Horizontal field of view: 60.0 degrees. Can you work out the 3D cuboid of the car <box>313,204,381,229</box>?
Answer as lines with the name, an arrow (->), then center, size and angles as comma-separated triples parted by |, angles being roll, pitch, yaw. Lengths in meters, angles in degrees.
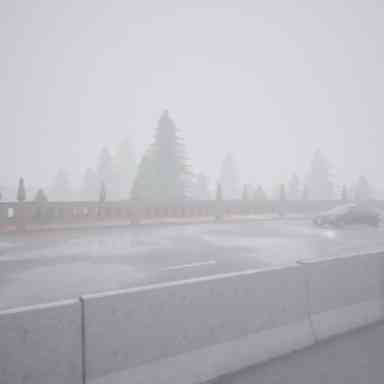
car -> 9.885, 1.511, 21.140 | 4.674, 1.442, 1.812 | 0, 0, -24
